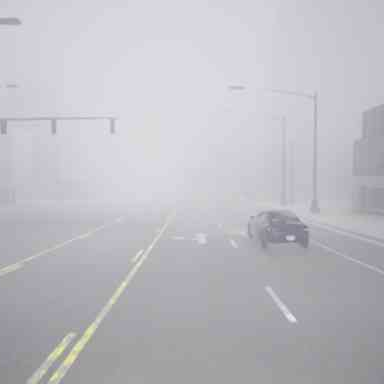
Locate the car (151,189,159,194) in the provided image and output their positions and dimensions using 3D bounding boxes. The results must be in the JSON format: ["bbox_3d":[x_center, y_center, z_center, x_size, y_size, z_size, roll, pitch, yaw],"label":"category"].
[{"bbox_3d":[-10.514,-0.208,94.666,1.895,1.301,4.718,0,1,0],"label":"car"}]

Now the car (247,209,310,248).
[{"bbox_3d":[3.571,1.454,14.272,1.812,1.442,4.674,0,1,0],"label":"car"}]

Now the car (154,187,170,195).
[{"bbox_3d":[-7.012,-0.288,78.915,2.150,2.045,5.566,0,1,0],"label":"car"}]

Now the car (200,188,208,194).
[{"bbox_3d":[3.486,-0.217,93.943,1.812,1.442,4.674,0,1,0],"label":"car"}]

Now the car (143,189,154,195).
[{"bbox_3d":[-10.512,0.011,78.952,2.128,1.511,4.902,0,1,0],"label":"car"}]

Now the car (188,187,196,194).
[{"bbox_3d":[-0.014,-0.510,93.552,2.150,2.045,5.566,0,1,0],"label":"car"}]
